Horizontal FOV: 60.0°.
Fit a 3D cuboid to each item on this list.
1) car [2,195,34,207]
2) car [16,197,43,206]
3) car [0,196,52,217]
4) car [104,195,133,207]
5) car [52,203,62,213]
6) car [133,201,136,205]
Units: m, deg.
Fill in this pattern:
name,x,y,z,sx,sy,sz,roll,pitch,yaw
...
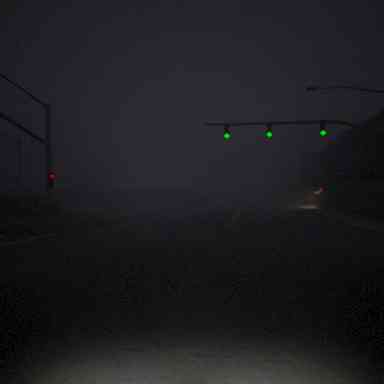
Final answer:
name,x,y,z,sx,sy,sz,roll,pitch,yaw
car,-29.282,1.466,55.999,4.605,1.855,1.932,0,0,10
car,-28.722,1.689,58.841,3.905,1.438,1.784,0,0,10
car,-15.898,1.326,30.833,4.605,1.855,1.932,0,0,10
car,-12.018,1.423,53.014,3.866,1.878,1.905,0,0,10
car,-15.348,1.341,33.675,3.866,1.878,1.905,0,0,10
car,-11.510,1.675,55.864,3.806,1.475,1.970,0,0,10
